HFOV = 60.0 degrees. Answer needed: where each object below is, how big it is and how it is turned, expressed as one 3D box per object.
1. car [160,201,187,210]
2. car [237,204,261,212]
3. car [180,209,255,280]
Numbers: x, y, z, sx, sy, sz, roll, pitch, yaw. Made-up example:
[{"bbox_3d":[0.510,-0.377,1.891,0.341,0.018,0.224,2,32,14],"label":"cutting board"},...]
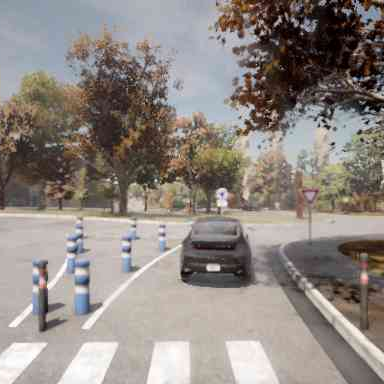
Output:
[{"bbox_3d":[-4.405,2.981,73.777,5.566,2.045,2.150,0,0,-5],"label":"car"},{"bbox_3d":[11.577,3.239,67.976,4.892,1.490,1.837,0,-1,37],"label":"car"},{"bbox_3d":[0.829,1.504,10.136,1.837,1.490,4.892,0,0,8],"label":"car"}]
